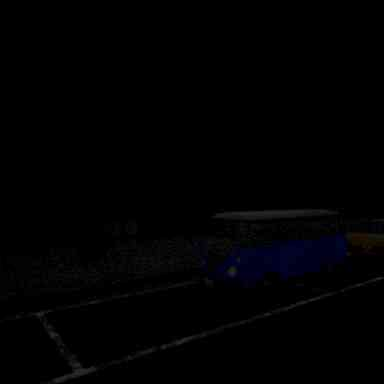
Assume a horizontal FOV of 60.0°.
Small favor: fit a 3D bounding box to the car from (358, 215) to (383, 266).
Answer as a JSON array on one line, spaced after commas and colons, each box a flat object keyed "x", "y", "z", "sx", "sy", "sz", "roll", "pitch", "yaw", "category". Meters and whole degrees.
[{"x": 6.510, "y": 1.489, "z": 11.187, "sx": 4.829, "sy": 1.417, "sz": 1.752, "roll": 0, "pitch": 0, "yaw": -36, "category": "car"}]

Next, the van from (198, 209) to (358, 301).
[{"x": 2.050, "y": 1.322, "z": 8.004, "sx": 3.998, "sy": 1.788, "sz": 1.690, "roll": 0, "pitch": 0, "yaw": -36, "category": "van"}]
